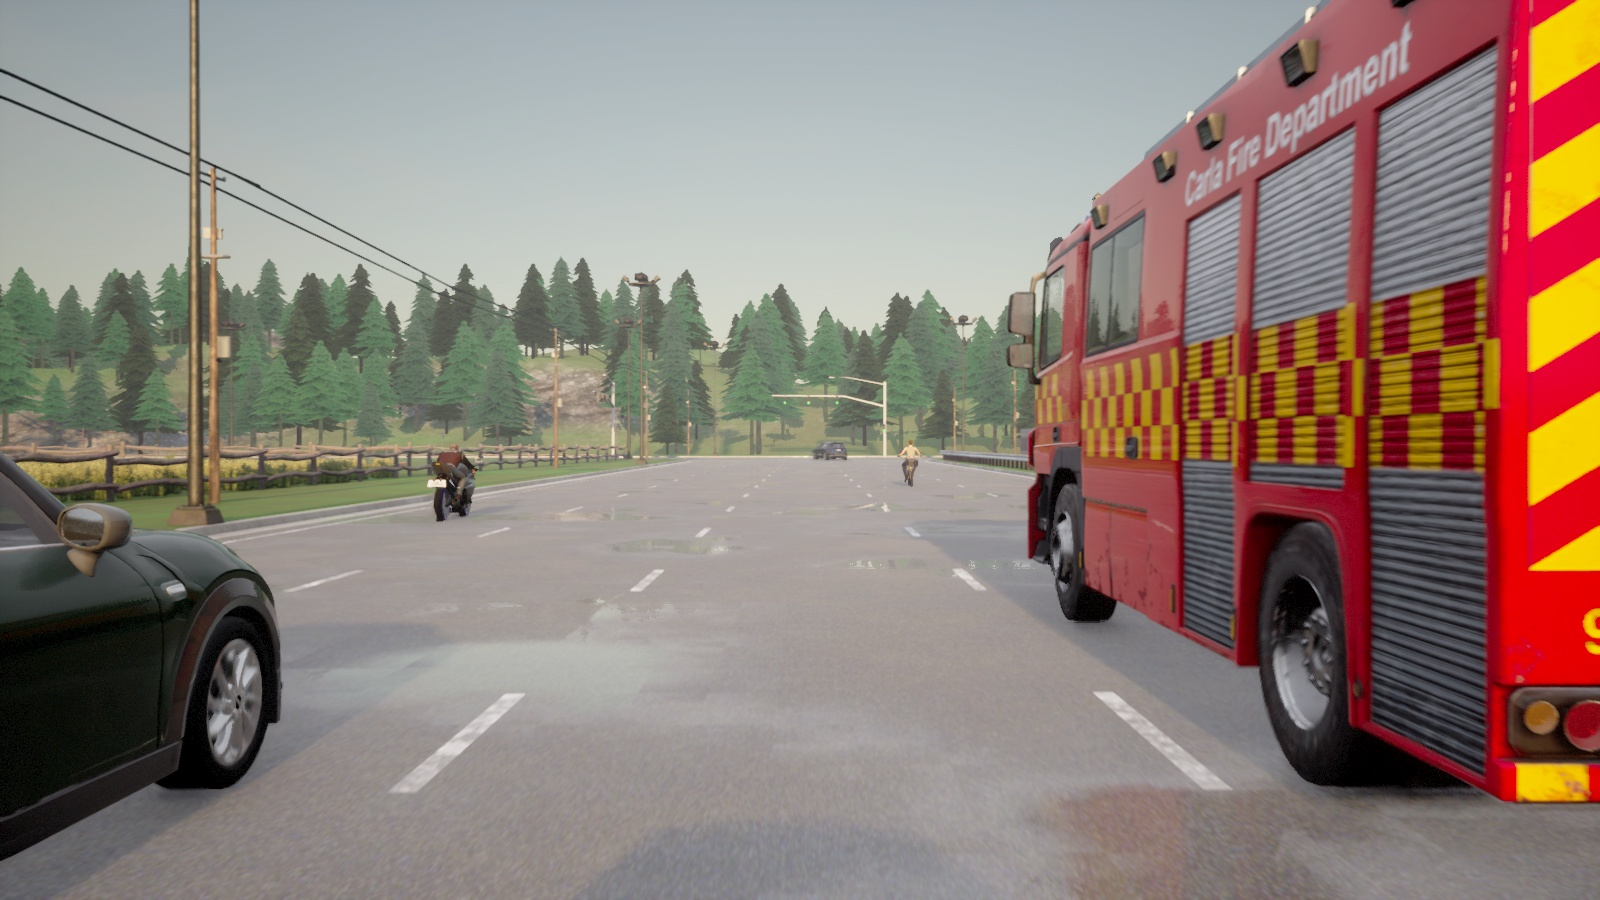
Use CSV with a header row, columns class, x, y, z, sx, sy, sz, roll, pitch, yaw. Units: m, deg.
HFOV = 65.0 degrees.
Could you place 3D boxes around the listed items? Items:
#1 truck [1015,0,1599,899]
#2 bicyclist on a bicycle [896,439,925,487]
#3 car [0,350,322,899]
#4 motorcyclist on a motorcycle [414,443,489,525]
class,x,y,z,sx,sy,sz,roll,pitch,yaw
truck,3.563,-0.462,8.252,2.891,3.827,8.468,0,0,0
bicyclist on a bicycle,3.755,0.445,42.818,0.866,1.612,1.509,0,0,1
car,-3.461,0.579,4.037,2.097,1.767,4.553,0,0,0
motorcyclist on a motorcycle,-6.843,0.636,24.785,0.866,1.530,2.191,0,0,0
